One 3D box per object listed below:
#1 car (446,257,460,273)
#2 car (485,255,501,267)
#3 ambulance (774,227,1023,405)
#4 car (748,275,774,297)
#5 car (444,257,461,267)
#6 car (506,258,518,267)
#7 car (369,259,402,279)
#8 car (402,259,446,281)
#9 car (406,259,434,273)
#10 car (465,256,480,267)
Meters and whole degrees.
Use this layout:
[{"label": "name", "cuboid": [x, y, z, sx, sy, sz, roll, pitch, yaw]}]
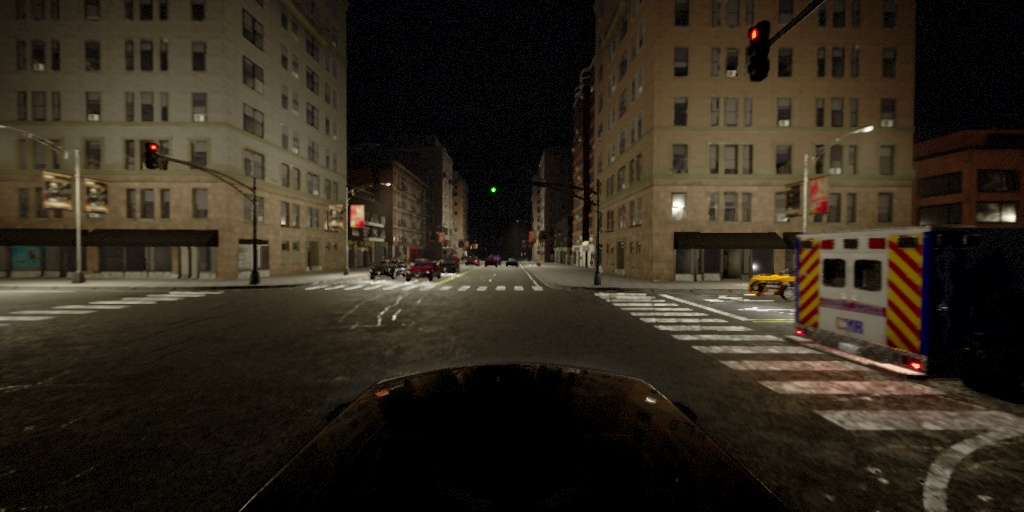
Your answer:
[{"label": "car", "cuboid": [-6.603, 1.086, 37.396, 1.994, 1.385, 4.181, 0, 0, 0]}, {"label": "car", "cuboid": [-3.266, 0.959, 57.168, 1.882, 1.535, 5.008, 0, 0, 0]}, {"label": "ambulance", "cuboid": [8.418, 0.818, 5.904, 6.366, 2.431, 2.351, 0, 1, 0]}, {"label": "car", "cuboid": [13.193, 1.131, 15.780, 5.008, 1.535, 1.882, 0, 1, 0]}, {"label": "car", "cuboid": [-9.804, 0.920, 59.510, 1.882, 1.535, 5.008, 0, 0, 0]}, {"label": "car", "cuboid": [-0.016, 1.061, 57.552, 1.994, 1.385, 4.181, 0, 0, 0]}, {"label": "car", "cuboid": [-9.850, 1.042, 28.944, 1.837, 1.490, 4.892, 0, 0, 0]}, {"label": "car", "cuboid": [-6.600, 1.087, 27.267, 1.812, 1.442, 4.674, 0, 0, 0]}, {"label": "car", "cuboid": [-9.852, 1.026, 38.752, 1.812, 1.442, 4.674, 0, 0, 0]}, {"label": "car", "cuboid": [-6.555, 0.811, 59.357, 2.097, 1.767, 4.553, 0, 0, 0]}]
